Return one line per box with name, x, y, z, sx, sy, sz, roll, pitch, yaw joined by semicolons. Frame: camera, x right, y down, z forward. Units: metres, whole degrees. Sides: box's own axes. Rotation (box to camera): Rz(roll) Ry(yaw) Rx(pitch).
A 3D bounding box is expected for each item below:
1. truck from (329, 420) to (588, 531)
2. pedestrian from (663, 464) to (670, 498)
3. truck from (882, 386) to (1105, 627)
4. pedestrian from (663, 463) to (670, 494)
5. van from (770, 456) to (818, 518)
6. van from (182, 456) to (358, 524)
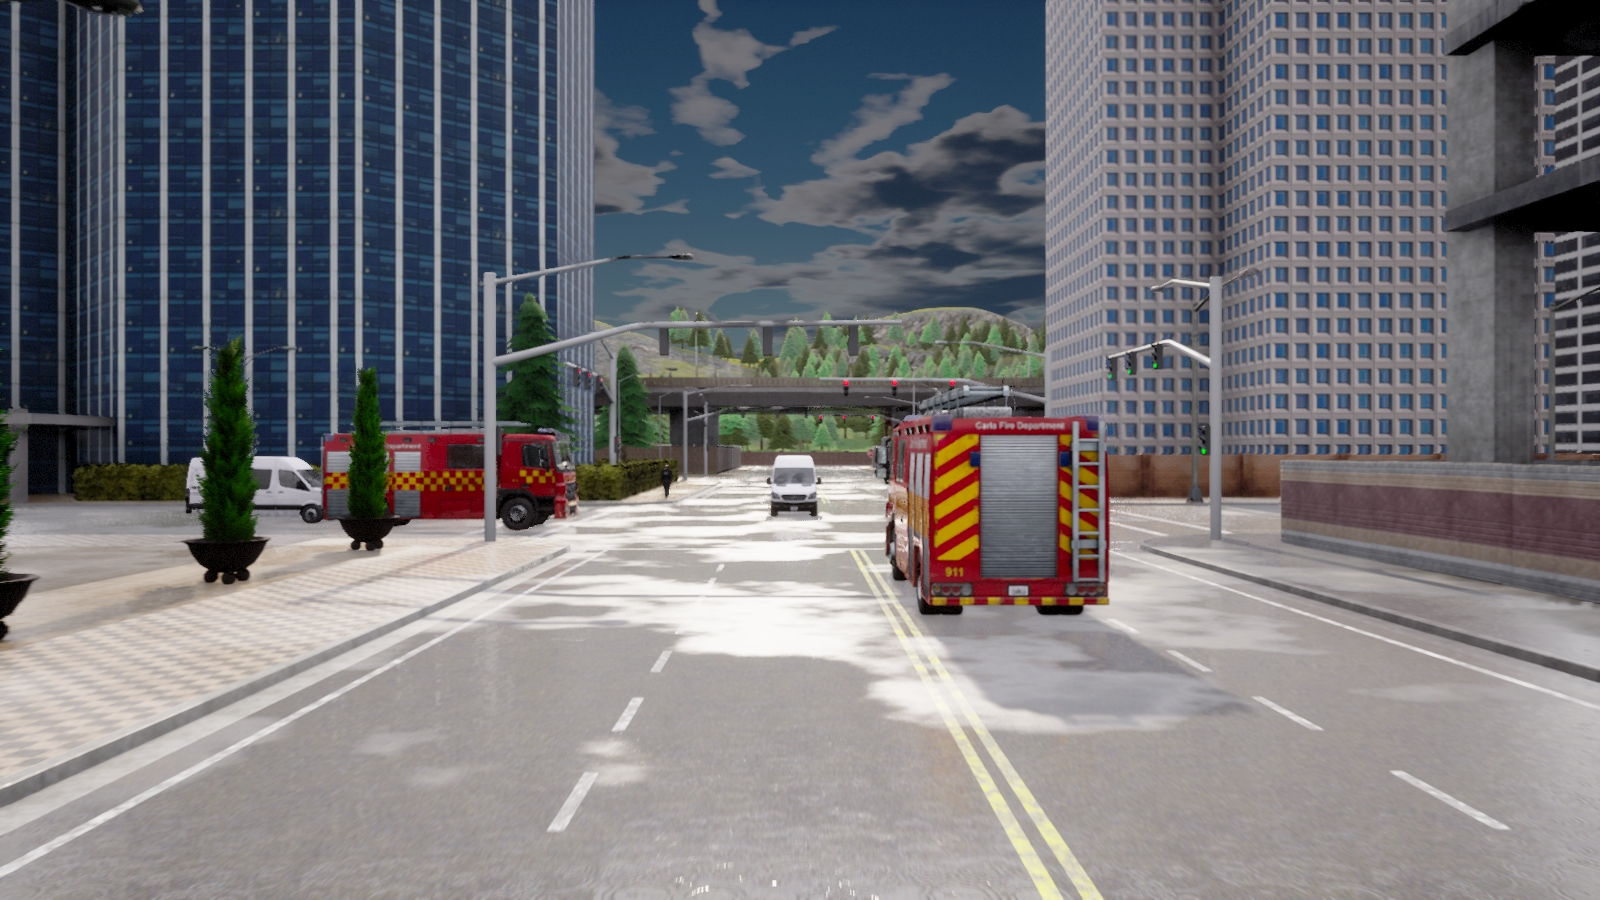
truck;-12.142;0.886;41.204;8.468;3.827;2.891;0;0;-1
pedestrian;-7.256;1.688;62.106;0.375;1.860;0.375;0;0;-3
truck;3.376;0.888;22.376;2.891;3.827;8.468;0;0;0
pedestrian;-8.006;1.688;68.633;0.375;1.860;0.375;0;0;4
van;-0.262;1.529;49.829;1.988;2.561;5.915;0;0;0
van;-20.512;1.529;44.359;5.915;2.561;1.988;0;0;0
